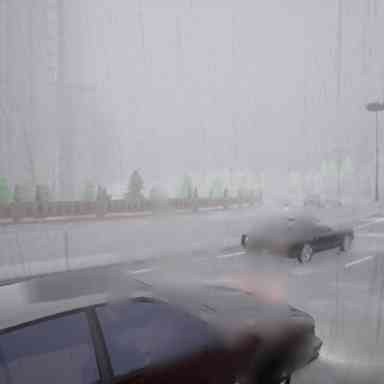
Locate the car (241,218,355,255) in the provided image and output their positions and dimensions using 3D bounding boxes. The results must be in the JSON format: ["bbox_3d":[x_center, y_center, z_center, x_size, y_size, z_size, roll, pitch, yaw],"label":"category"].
[{"bbox_3d":[3.921,1.575,11.759,4.718,1.301,1.895,0,0,-42],"label":"car"}]

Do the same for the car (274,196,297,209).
[{"bbox_3d":[12.761,1.572,45.934,1.994,1.385,4.181,0,0,28],"label":"car"}]

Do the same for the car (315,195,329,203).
[{"bbox_3d":[29.028,1.570,74.610,1.882,1.535,5.008,-1,0,9],"label":"car"}]

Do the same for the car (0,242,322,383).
[{"bbox_3d":[-1.018,1.551,3.163,5.357,1.411,2.033,0,0,-37],"label":"car"}]

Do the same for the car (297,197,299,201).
[{"bbox_3d":[26.179,1.697,85.904,1.812,1.442,4.674,-1,0,0],"label":"car"}]

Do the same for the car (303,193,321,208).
[{"bbox_3d":[16.948,1.213,46.361,2.150,2.045,5.566,0,-1,26],"label":"car"}]

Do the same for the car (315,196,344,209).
[{"bbox_3d":[15.475,1.449,36.627,2.128,1.511,4.902,0,0,32],"label":"car"}]
